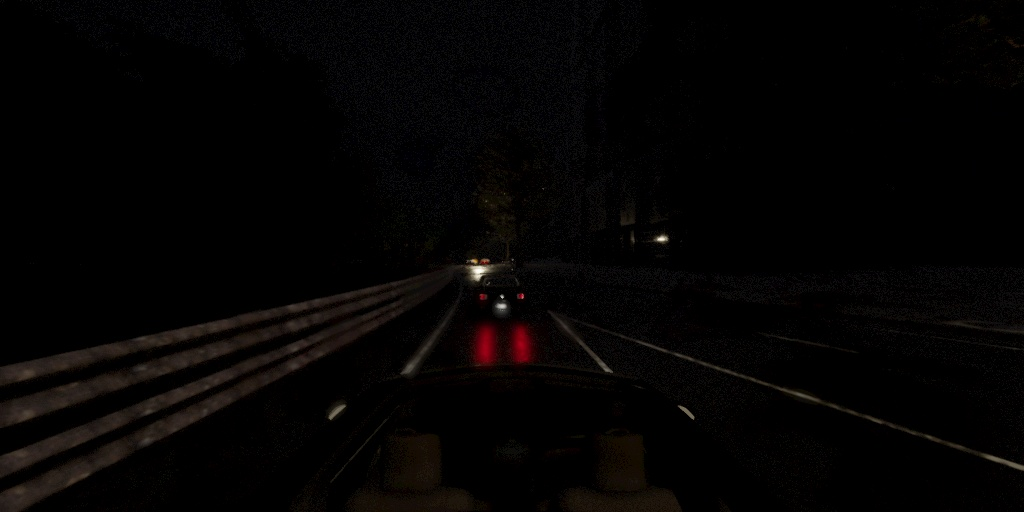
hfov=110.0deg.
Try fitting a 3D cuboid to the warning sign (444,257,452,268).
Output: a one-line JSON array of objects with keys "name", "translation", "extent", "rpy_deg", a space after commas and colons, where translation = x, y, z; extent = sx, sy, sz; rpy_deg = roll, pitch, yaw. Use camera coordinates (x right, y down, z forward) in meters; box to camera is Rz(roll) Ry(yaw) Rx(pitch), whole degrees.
[{"name": "warning sign", "translation": [-10.866, 1.056, 60.582], "extent": [1.300, 1.860, 1.060], "rpy_deg": [0, 0, -8]}]

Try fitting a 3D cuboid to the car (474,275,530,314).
[{"name": "car", "translation": [-0.490, 1.370, 13.974], "extent": [1.895, 1.301, 4.718], "rpy_deg": [0, 0, -4]}]
